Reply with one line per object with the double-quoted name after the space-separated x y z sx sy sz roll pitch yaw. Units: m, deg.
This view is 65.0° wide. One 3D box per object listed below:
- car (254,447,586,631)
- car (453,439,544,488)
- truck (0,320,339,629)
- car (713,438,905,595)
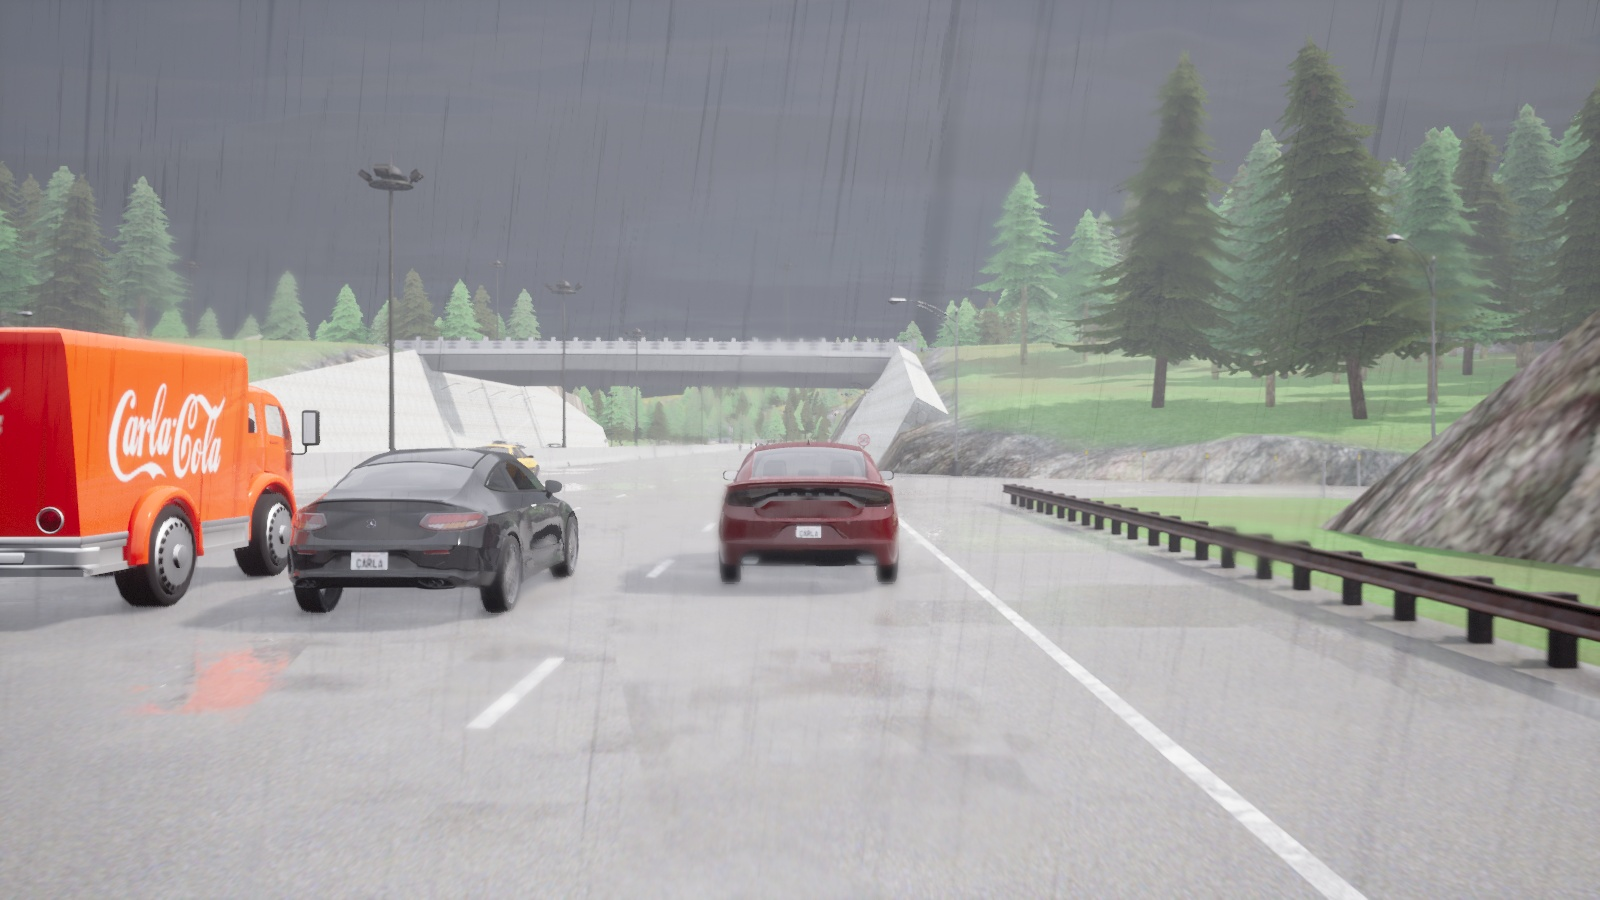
-3.415 0.700 12.299 1.812 1.442 4.674 0 0 0 "car"
-10.240 0.434 43.069 1.801 1.575 5.366 0 0 0 "car"
-6.913 0.183 12.626 2.627 2.467 5.204 0 0 0 "truck"
0.100 0.641 14.819 1.882 1.535 5.008 0 0 0 "car"
